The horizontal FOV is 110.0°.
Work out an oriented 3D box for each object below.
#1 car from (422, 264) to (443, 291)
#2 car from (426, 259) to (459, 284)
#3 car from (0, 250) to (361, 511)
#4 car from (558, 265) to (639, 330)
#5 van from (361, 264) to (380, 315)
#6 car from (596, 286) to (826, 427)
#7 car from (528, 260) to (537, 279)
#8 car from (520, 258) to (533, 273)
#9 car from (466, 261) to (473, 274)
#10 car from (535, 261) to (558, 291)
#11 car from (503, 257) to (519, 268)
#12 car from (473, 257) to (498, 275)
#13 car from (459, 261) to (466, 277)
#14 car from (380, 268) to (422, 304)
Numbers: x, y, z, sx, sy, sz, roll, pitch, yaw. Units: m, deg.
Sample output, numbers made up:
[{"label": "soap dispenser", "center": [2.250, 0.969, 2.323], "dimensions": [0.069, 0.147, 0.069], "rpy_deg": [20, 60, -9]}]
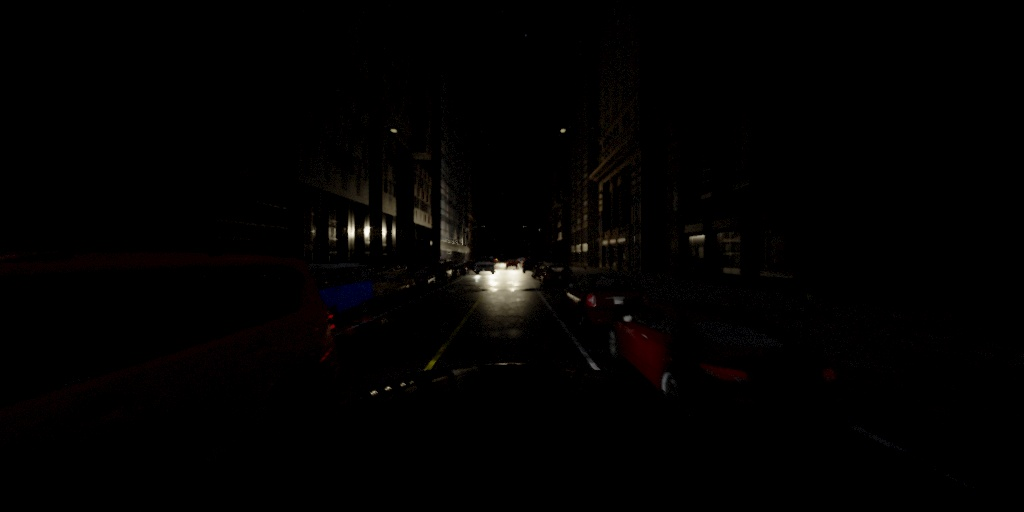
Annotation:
[{"label": "car", "center": [-5.769, 1.388, 22.366], "dimensions": [1.802, 1.307, 4.207], "rpy_deg": [0, 0, 0]}, {"label": "car", "center": [-5.771, 1.136, 27.968], "dimensions": [2.192, 1.841, 5.009], "rpy_deg": [0, 0, 0]}, {"label": "car", "center": [-3.099, 0.972, 1.937], "dimensions": [2.150, 2.045, 5.566], "rpy_deg": [0, 0, 0]}, {"label": "car", "center": [2.760, 1.215, 11.180], "dimensions": [1.967, 1.591, 4.097], "rpy_deg": [0, 0, 0]}, {"label": "van", "center": [-5.766, 1.116, 11.162], "dimensions": [1.690, 1.789, 3.998], "rpy_deg": [0, 0, 0]}, {"label": "car", "center": [2.761, 1.342, 5.579], "dimensions": [1.802, 1.307, 4.207], "rpy_deg": [0, 0, 0]}, {"label": "car", "center": [2.752, 1.363, 33.757], "dimensions": [1.751, 1.417, 4.829], "rpy_deg": [0, 0, 0]}, {"label": "car", "center": [2.373, 1.225, 45.099], "dimensions": [2.097, 1.767, 4.553], "rpy_deg": [0, 0, 0]}, {"label": "car", "center": [-5.775, 1.294, 39.172], "dimensions": [1.967, 1.591, 4.097], "rpy_deg": [0, 0, 0]}, {"label": "car", "center": [2.756, 1.246, 22.383], "dimensions": [1.967, 1.591, 4.097], "rpy_deg": [0, 0, 0]}, {"label": "car", "center": [-0.019, 1.288, 64.120], "dimensions": [2.097, 1.767, 4.553], "rpy_deg": [0, 0, 0]}, {"label": "car", "center": [-3.103, 1.082, 41.808], "dimensions": [2.150, 2.045, 5.566], "rpy_deg": [0, 0, 0]}, {"label": "car", "center": [-5.773, 1.420, 33.570], "dimensions": [1.802, 1.307, 4.207], "rpy_deg": [0, 0, 0]}, {"label": "car", "center": [-5.767, 1.316, 16.594], "dimensions": [1.751, 1.417, 4.829], "rpy_deg": [0, 0, 0]}]
